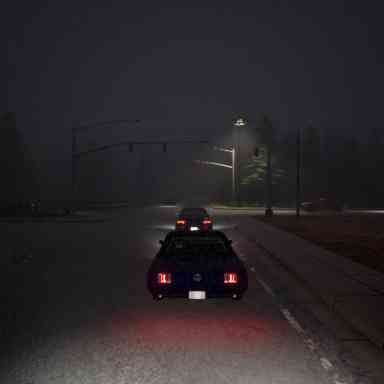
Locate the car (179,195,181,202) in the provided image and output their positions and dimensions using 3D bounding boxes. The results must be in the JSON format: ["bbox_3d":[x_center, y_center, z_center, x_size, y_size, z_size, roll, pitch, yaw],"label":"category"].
[{"bbox_3d":[-3.548,1.522,63.809,1.994,1.385,4.181,0,0,1],"label":"car"}]

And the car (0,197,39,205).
[{"bbox_3d":[-18.340,1.363,34.987,4.553,1.767,2.097,0,0,1],"label":"car"}]

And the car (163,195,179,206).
[{"bbox_3d":[-3.591,1.528,54.541,1.994,1.385,4.181,0,0,0],"label":"car"}]

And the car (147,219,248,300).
[{"bbox_3d":[0.099,1.596,8.299,1.895,1.301,4.718,0,0,0],"label":"car"}]

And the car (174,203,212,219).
[{"bbox_3d":[0.100,1.511,17.354,1.812,1.442,4.674,0,0,0],"label":"car"}]

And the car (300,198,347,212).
[{"bbox_3d":[14.991,1.473,38.087,5.008,1.535,1.882,0,0,1],"label":"car"}]

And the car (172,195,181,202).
[{"bbox_3d":[-3.418,1.428,74.114,1.882,1.535,5.008,0,0,1],"label":"car"}]
